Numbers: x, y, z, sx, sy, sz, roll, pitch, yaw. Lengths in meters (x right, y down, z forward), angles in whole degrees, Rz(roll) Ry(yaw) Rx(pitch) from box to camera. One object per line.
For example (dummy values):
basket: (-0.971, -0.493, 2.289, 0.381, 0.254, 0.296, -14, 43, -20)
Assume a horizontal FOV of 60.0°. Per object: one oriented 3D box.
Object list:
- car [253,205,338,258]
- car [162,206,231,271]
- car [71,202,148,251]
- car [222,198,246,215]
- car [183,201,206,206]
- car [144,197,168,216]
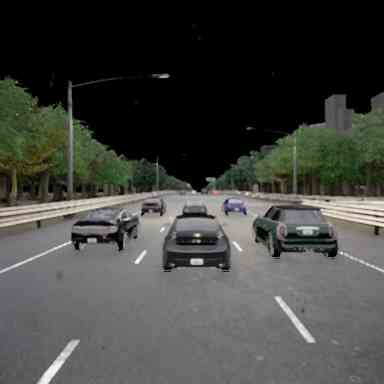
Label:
car: (3.645, 1.262, 12.544, 2.097, 1.767, 4.553, 0, 0, 0)
car: (0.132, 1.432, 10.598, 1.837, 1.490, 4.892, 0, 1, 0)
car: (-3.348, 1.392, 13.610, 2.128, 1.511, 4.902, 0, 0, 0)
car: (3.729, 1.255, 29.894, 1.812, 1.442, 4.674, 0, 1, 0)
car: (0.217, 1.362, 27.243, 1.895, 1.301, 4.718, 0, 1, 0)
car: (-3.276, 1.243, 29.045, 1.837, 1.490, 4.892, 0, 1, 0)
